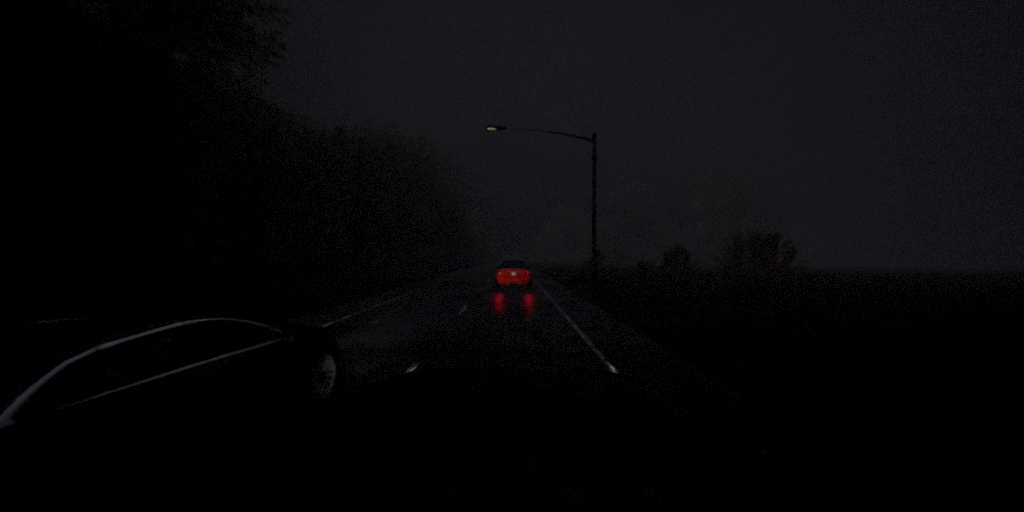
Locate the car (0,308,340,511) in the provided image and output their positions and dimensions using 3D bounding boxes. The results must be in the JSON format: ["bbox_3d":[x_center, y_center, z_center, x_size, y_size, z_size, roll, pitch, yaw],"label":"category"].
[{"bbox_3d":[-3.404,1.233,3.291,2.128,1.511,4.902,0,0,0],"label":"car"}]

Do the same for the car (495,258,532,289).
[{"bbox_3d":[0.090,0.994,22.240,2.097,1.767,4.553,0,0,0],"label":"car"}]
